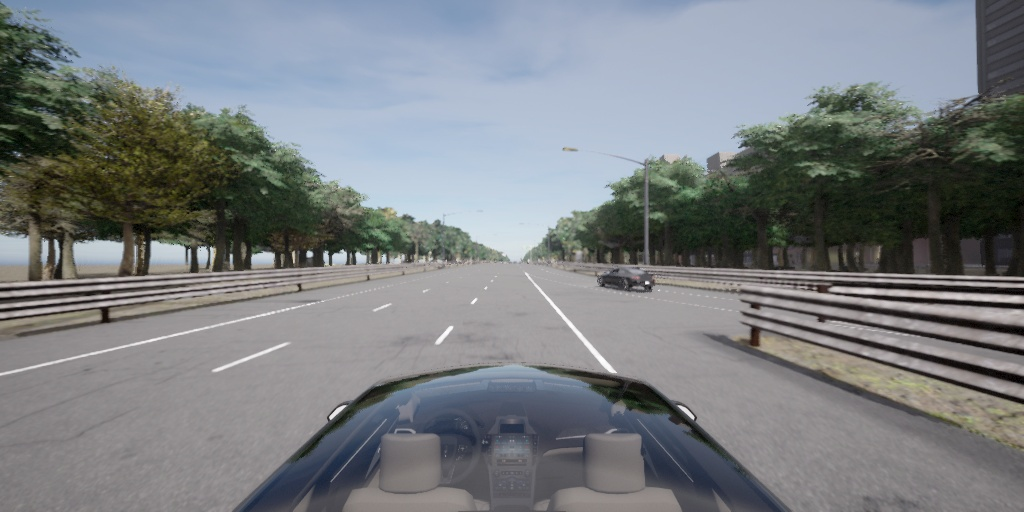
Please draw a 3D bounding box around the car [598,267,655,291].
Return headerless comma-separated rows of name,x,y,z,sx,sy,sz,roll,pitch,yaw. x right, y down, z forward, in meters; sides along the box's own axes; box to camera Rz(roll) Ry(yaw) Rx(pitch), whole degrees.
car,7.347,1.427,23.318,1.812,1.442,4.674,0,0,-15
